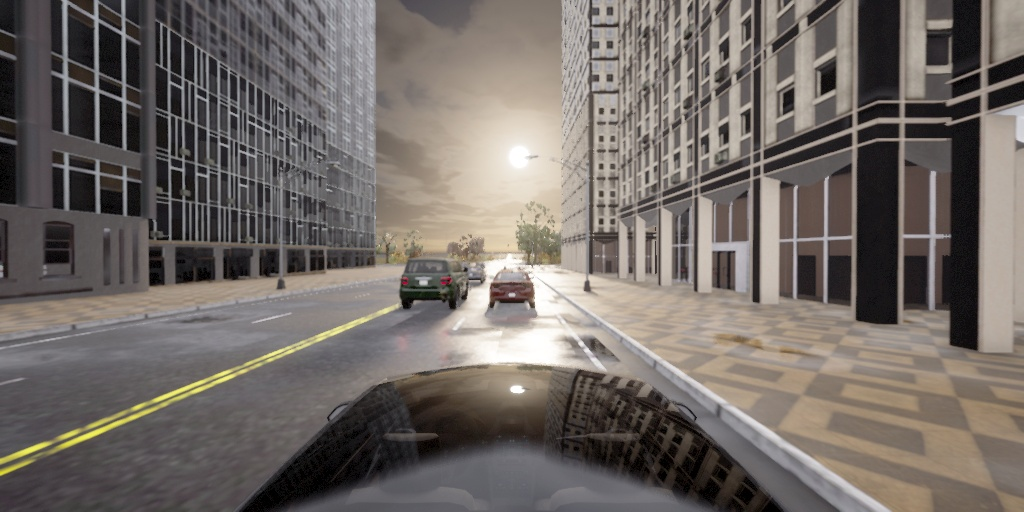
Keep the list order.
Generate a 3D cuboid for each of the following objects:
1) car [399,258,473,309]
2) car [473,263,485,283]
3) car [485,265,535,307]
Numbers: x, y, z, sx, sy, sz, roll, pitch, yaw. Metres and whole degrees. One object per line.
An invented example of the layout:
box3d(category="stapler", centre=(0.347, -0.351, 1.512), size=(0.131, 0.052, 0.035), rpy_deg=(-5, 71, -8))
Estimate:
box3d(category="car", centre=(-3.247, 1.096, 15.865), size=(2.150, 2.045, 5.566), rpy_deg=(0, 0, 0))
box3d(category="car", centre=(-3.245, 1.561, 30.823), size=(2.033, 1.411, 5.357), rpy_deg=(0, 0, 0))
box3d(category="car", centre=(0.007, 1.362, 16.313), size=(1.882, 1.535, 5.008), rpy_deg=(0, 0, 0))
